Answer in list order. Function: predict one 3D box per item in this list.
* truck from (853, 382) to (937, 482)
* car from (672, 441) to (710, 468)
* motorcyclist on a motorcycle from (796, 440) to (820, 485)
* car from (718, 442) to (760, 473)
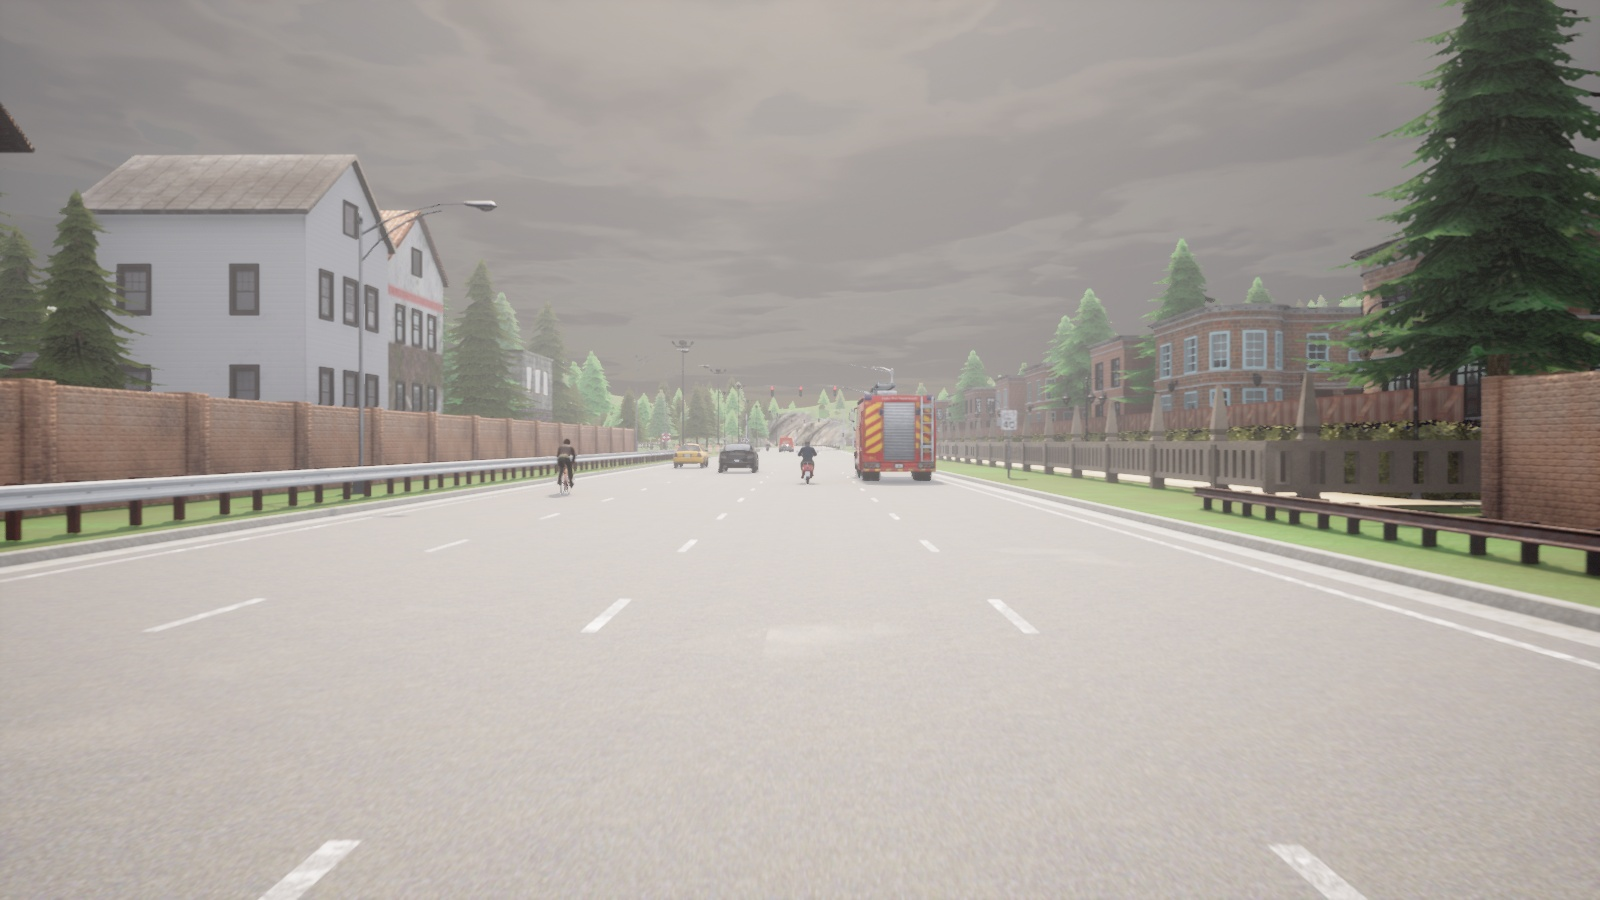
[{"bbox_3d":[3.815,-0.710,52.374,2.891,3.827,8.468,0,0,0],"label":"truck"},{"bbox_3d":[-6.552,0.253,75.781,1.801,1.575,5.366,0,0,0],"label":"car"},{"bbox_3d":[0.281,0.436,46.545,0.866,1.590,1.817,0,2,0],"label":"motorcyclist on a motorcycle"},{"bbox_3d":[-3.116,0.358,64.577,1.882,1.535,5.008,0,0,0],"label":"car"}]
